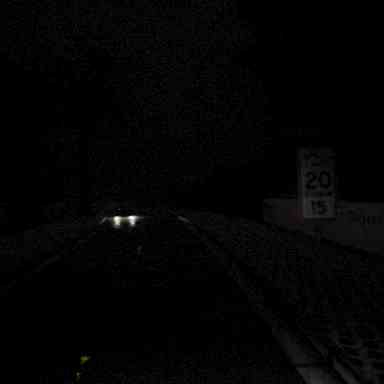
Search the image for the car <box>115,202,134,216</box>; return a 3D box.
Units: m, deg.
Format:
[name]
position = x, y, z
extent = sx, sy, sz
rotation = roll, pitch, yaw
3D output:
[car]
position = -7.626, 1.852, 37.667
extent = 1.882, 1.535, 5.008
rotation = -2, -1, -14
